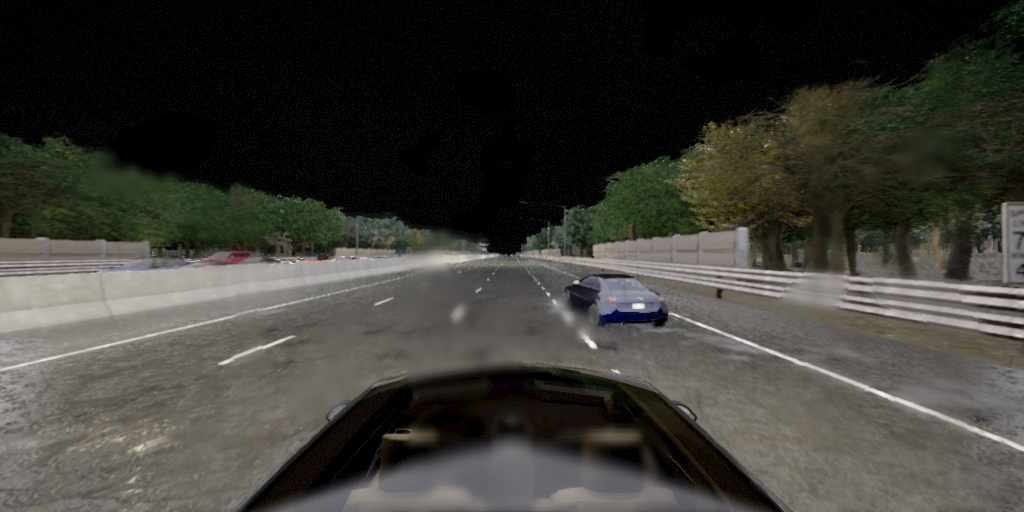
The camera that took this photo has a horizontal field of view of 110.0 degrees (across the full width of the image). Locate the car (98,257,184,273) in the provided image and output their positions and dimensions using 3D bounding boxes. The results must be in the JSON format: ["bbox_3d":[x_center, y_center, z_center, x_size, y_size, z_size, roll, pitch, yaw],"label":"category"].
[{"bbox_3d":[-21.061,0.904,20.772,2.097,1.767,4.553,0,1,0],"label":"car"}]

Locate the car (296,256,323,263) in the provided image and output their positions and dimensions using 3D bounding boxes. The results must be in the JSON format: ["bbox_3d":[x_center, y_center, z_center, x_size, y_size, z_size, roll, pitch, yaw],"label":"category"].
[{"bbox_3d":[-21.007,0.757,37.934,2.097,1.767,4.553,0,0,0],"label":"car"}]

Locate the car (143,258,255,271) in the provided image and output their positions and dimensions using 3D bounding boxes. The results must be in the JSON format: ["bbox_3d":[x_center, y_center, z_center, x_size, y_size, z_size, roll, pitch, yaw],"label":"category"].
[{"bbox_3d":[-17.567,1.063,20.547,1.837,1.490,4.892,0,0,0],"label":"car"}]

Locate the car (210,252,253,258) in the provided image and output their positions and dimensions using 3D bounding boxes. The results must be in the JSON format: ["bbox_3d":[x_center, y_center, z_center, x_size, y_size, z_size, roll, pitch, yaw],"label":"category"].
[{"bbox_3d":[-28.018,0.640,35.530,2.150,2.045,5.566,0,0,0],"label":"car"}]

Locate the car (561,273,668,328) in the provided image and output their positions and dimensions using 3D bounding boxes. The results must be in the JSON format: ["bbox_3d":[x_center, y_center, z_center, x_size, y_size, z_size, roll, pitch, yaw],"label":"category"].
[{"bbox_3d":[2.931,1.219,11.061,1.994,1.385,4.181,0,1,-8],"label":"car"}]

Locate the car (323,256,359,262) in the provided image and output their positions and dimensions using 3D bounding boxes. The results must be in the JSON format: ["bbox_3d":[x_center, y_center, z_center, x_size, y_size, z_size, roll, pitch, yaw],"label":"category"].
[{"bbox_3d":[-17.507,0.877,37.905,1.882,1.535,5.008,0,0,0],"label":"car"}]

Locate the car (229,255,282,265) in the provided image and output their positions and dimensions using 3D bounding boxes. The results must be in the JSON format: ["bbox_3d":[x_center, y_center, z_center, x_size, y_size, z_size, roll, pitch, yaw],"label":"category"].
[{"bbox_3d":[-24.533,0.927,34.886,1.837,1.490,4.892,0,0,0],"label":"car"}]
